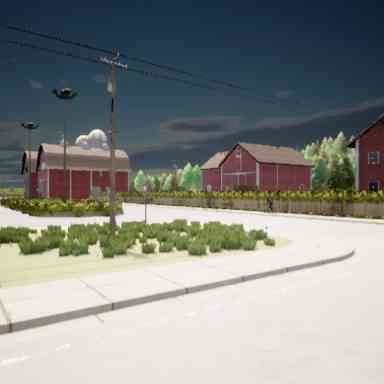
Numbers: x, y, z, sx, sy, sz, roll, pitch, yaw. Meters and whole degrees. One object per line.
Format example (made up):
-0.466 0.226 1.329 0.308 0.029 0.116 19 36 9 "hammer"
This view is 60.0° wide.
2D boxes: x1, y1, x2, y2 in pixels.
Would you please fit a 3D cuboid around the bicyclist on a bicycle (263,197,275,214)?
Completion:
7.301 1.270 31.588 1.656 1.620 0.582 0 0 -36 "bicyclist on a bicycle"
